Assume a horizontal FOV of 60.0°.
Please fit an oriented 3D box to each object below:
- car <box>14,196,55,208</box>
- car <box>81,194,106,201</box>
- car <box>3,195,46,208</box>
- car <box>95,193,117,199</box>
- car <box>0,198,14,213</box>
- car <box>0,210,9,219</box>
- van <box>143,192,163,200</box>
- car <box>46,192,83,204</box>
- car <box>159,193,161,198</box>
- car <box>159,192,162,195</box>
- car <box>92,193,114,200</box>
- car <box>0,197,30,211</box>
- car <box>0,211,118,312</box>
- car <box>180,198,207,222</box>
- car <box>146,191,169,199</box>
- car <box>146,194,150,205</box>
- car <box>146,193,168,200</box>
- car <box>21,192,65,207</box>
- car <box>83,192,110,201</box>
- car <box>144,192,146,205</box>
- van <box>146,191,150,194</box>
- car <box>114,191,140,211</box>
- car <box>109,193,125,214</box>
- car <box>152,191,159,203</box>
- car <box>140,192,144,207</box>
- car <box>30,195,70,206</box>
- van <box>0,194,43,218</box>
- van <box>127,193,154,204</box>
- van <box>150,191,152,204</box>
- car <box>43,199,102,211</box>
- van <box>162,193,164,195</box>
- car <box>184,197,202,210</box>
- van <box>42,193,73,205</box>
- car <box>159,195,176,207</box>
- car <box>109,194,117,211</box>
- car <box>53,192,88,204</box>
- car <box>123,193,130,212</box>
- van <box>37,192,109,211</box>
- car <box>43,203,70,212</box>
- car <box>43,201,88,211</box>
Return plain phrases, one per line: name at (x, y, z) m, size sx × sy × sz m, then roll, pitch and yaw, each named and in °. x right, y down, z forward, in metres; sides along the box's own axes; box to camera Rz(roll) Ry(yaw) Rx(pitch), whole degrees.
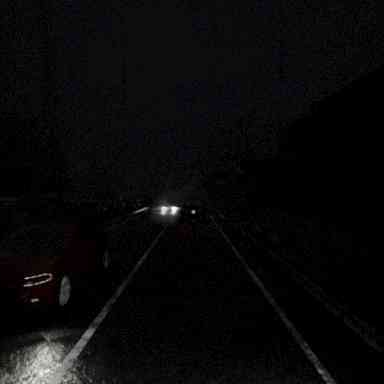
car at (-21.971, 1.376, 46.565) m, size 4.792 × 1.488 × 2.163 m, roll 0°, pitch 0°, yaw 0°
car at (-22.025, 1.208, 74.329) m, size 4.892 × 1.521 × 2.231 m, roll 0°, pitch 1°, yaw 0°
car at (-22.027, 1.227, 43.787) m, size 4.553 × 1.767 × 2.185 m, roll 0°, pitch 0°, yaw 0°
car at (-22.049, 1.094, 85.430) m, size 4.892 × 1.521 × 2.231 m, roll 0°, pitch 1°, yaw 0°
car at (-21.993, 1.374, 35.461) m, size 4.892 × 1.521 × 2.231 m, roll 0°, pitch 0°, yaw 0°
car at (-8.909, 1.461, 10.617) m, size 4.792 × 1.488 × 2.163 m, roll 0°, pitch 0°, yaw 0°
van at (-9.072, 0.944, 77.903) m, size 4.442 × 1.987 × 1.878 m, roll 0°, pitch 1°, yaw 0°
car at (-22.040, 1.068, 57.667) m, size 5.566 × 2.045 × 2.435 m, roll 0°, pitch 0°, yaw 0°
car at (-8.937, 1.330, 63.883) m, size 4.674 × 1.452 × 2.002 m, roll 0°, pitch 0°, yaw 0°
car at (-8.972, 1.303, 66.690) m, size 4.792 × 1.488 × 2.163 m, roll 0°, pitch 0°, yaw 0°
car at (-22.045, 1.121, 82.655) m, size 5.008 × 1.535 × 2.097 m, roll 0°, pitch 1°, yaw 0°
car at (-21.805, 1.363, 38.238) m, size 5.366 × 1.575 × 1.946 m, roll 0°, pitch 0°, yaw 0°
car at (-3.347, 1.447, 7.949) m, size 1.882 × 1.535 × 5.008 m, roll 0°, pitch 0°, yaw 0°
car at (0.106, 1.425, 25.648) m, size 2.163 × 1.488 × 4.792 m, roll 0°, pitch 0°, yaw 0°
car at (-8.936, 0.832, 86.312) m, size 5.566 × 2.045 × 2.435 m, roll 0°, pitch 1°, yaw 0°
car at (-8.914, 1.345, 47.060) m, size 4.892 × 1.521 × 2.231 m, roll 0°, pitch 0°, yaw 0°
car at (-8.776, 1.109, 83.511) m, size 5.366 × 1.575 × 1.946 m, roll 0°, pitch 1°, yaw 0°
car at (-22.031, 1.088, 49.340) m, size 5.566 × 2.045 × 2.435 m, roll 0°, pitch 0°, yaw 0°
car at (-22.005, 0.927, 77.101) m, size 5.566 × 2.045 × 2.435 m, roll 0°, pitch 1°, yaw 0°
car at (-8.948, 1.226, 44.257) m, size 4.553 × 1.767 × 2.185 m, roll 0°, pitch 0°, yaw 0°
van at (-9.040, 1.112, 49.863) m, size 4.442 × 1.987 × 1.878 m, roll 0°, pitch 0°, yaw 0°
car at (-8.879, 1.120, 35.846) m, size 5.566 × 2.045 × 2.435 m, roll 0°, pitch 0°, yaw 0°
car at (-8.870, 1.259, 30.240) m, size 4.553 × 1.767 × 2.185 m, roll 0°, pitch 0°, yaw 0°
car at (-8.902, 1.073, 55.470) m, size 5.566 × 2.045 × 2.435 m, roll 0°, pitch 0°, yaw 0°
car at (-8.882, 1.113, 38.650) m, size 5.566 × 2.045 × 2.435 m, roll 0°, pitch 0°, yaw 0°
car at (-22.192, 1.330, 52.116) m, size 5.366 × 1.575 × 1.946 m, roll 0°, pitch 0°, yaw 0°
van at (-8.766, 1.199, 13.420) m, size 4.442 × 1.987 × 1.878 m, roll 0°, pitch 0°, yaw 0°
van at (-9.050, 1.091, 58.271) m, size 4.442 × 1.987 × 1.878 m, roll 0°, pitch 0°, yaw 0°
van at (-9.043, 1.105, 52.666) m, size 4.442 × 1.987 × 1.878 m, roll 0°, pitch 0°, yaw 0°
car at (-8.887, 1.405, 21.831) m, size 5.008 × 1.535 × 2.097 m, roll 0°, pitch 0°, yaw 0°
van at (-8.832, 1.000, 72.293) m, size 4.442 × 1.987 × 1.878 m, roll 0°, pitch 1°, yaw 0°
car at (0.110, 1.427, 41.380) m, size 2.033 × 1.411 × 5.357 m, roll 0°, pitch 0°, yaw 0°
van at (-22.126, 1.100, 54.890) m, size 4.442 × 1.987 × 1.878 m, roll 0°, pitch 0°, yaw 0°
car at (-3.320, 1.453, 49.056) m, size 1.895 × 1.301 × 4.718 m, roll 0°, pitch 0°, yaw 0°
car at (-8.930, 1.266, 27.437) m, size 4.553 × 1.767 × 2.185 m, roll 0°, pitch 0°, yaw 0°
car at (-21.987, 1.056, 60.443) m, size 5.566 × 2.045 × 2.435 m, roll 0°, pitch 0°, yaw 0°
car at (-8.873, 1.252, 33.043) m, size 4.553 × 1.767 × 2.185 m, roll 0°, pitch 0°, yaw 0°
van at (-8.779, 1.172, 24.633) m, size 4.442 × 1.987 × 1.878 m, roll 0°, pitch 0°, yaw 0°
car at (-8.857, 1.448, 16.224) m, size 4.792 × 1.488 × 2.163 m, roll 0°, pitch 0°, yaw 0°
car at (-8.860, 1.441, 19.027) m, size 4.792 × 1.488 × 2.163 m, roll 0°, pitch 0°, yaw 0°
